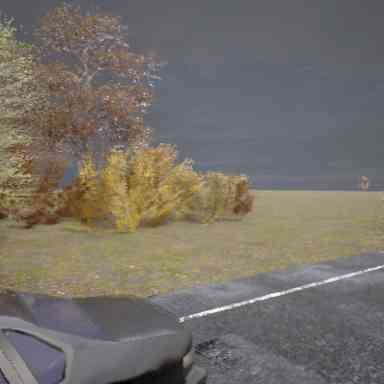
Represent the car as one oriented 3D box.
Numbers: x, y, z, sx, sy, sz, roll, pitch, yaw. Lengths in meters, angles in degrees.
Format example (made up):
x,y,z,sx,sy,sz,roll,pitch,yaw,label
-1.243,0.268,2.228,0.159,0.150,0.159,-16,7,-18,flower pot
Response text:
x,y,z,sx,sy,sz,roll,pitch,yaw,label
-2.417,1.545,2.268,5.357,1.411,2.033,0,0,-36,car
